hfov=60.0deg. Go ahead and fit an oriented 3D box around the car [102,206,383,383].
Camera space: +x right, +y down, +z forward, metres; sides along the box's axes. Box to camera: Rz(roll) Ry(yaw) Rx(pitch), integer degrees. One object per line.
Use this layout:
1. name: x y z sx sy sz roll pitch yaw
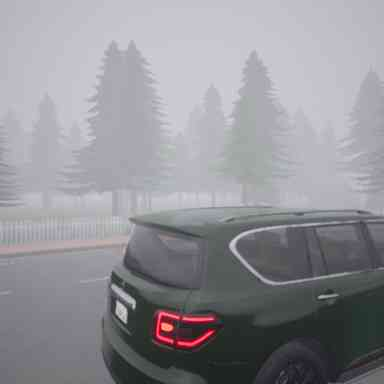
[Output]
1. car: 1.645 1.210 4.510 5.566 2.045 2.150 0 0 -30
